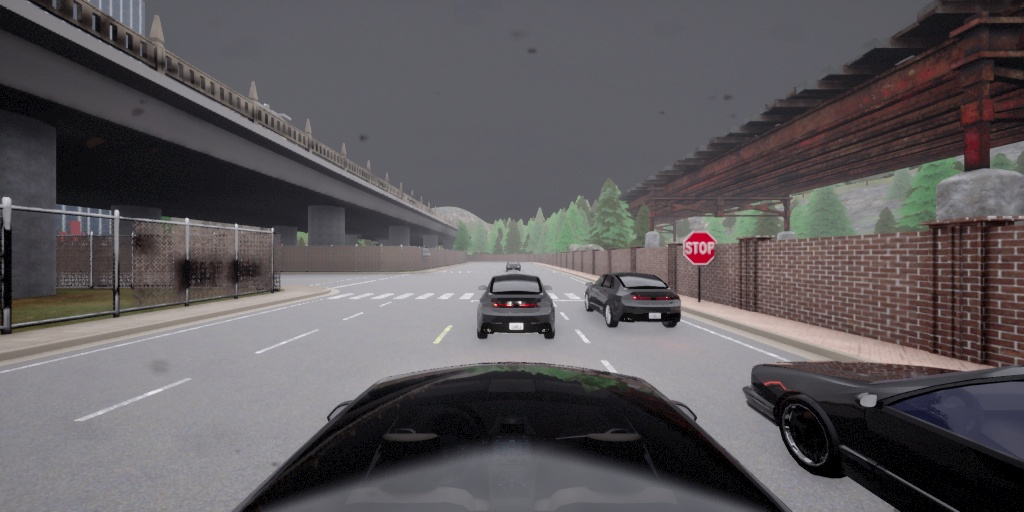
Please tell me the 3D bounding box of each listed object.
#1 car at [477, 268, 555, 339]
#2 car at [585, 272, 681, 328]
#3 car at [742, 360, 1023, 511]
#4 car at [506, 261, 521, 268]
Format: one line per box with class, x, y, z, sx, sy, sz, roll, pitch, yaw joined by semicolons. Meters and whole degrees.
car;0.095;1.255;10.067;1.837;1.490;4.892;0;0;0
car;3.596;1.255;11.428;1.837;1.490;4.892;0;0;0
car;3.600;1.297;1.681;2.033;1.411;5.357;0;0;0
car;0.164;1.351;46.346;1.895;1.301;4.718;0;0;-1
